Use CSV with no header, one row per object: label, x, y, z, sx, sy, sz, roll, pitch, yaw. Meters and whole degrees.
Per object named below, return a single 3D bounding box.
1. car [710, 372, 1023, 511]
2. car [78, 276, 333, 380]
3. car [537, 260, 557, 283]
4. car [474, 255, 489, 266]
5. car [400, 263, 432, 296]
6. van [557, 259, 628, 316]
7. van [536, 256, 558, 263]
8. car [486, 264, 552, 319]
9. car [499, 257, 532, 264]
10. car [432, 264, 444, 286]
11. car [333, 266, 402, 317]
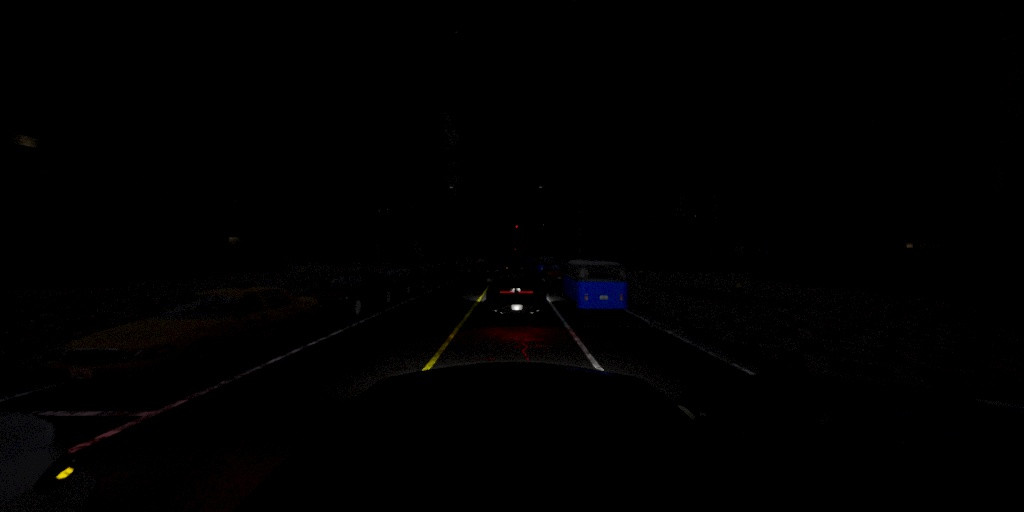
car,2.770,1.332,1.798,1.802,1.307,4.207,0,0,0
car,-5.753,1.242,7.209,1.751,1.417,4.829,0,0,0
car,2.875,1.171,23.897,1.888,1.381,4.507,0,0,0
car,-5.496,0.952,61.876,1.751,1.417,4.829,0,0,0
car,-5.704,1.199,18.429,1.888,1.381,4.507,0,0,0
van,2.822,1.028,12.848,1.690,1.789,3.998,0,0,0
van,2.901,0.936,29.422,1.690,1.789,3.998,0,0,0
car,0.148,1.193,12.518,1.837,1.490,4.892,0,0,0
car,0.222,1.088,29.017,2.128,1.511,4.902,0,0,0
car,-5.680,1.168,23.954,1.888,1.381,4.507,0,0,0
car,-5.729,1.230,12.904,1.888,1.381,4.507,0,0,0
